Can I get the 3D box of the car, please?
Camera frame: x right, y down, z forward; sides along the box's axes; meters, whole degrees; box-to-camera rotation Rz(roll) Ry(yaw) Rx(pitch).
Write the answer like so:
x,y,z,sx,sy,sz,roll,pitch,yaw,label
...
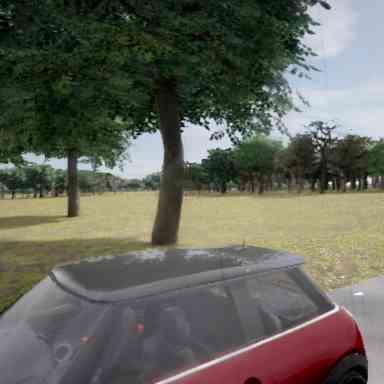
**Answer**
x,y,z,sx,sy,sz,roll,pitch,yaw,label
-0.614,1.351,2.633,4.553,1.767,2.097,0,0,-35,car
